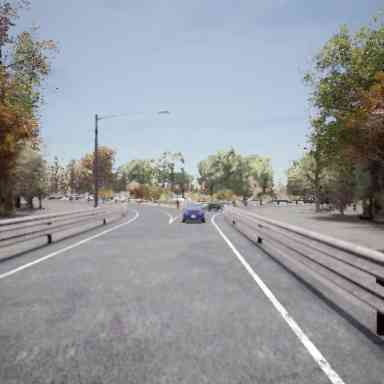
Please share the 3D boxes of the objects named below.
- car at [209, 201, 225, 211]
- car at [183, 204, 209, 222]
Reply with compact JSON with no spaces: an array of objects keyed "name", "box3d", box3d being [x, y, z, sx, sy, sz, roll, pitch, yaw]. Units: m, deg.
[{"name":"car","box3d":[3.712,2.074,49.996,1.837,1.490,4.892,-1,-1,16]},{"name":"car","box3d":[0.261,1.781,28.903,1.812,1.442,4.674,0,0,4]}]
